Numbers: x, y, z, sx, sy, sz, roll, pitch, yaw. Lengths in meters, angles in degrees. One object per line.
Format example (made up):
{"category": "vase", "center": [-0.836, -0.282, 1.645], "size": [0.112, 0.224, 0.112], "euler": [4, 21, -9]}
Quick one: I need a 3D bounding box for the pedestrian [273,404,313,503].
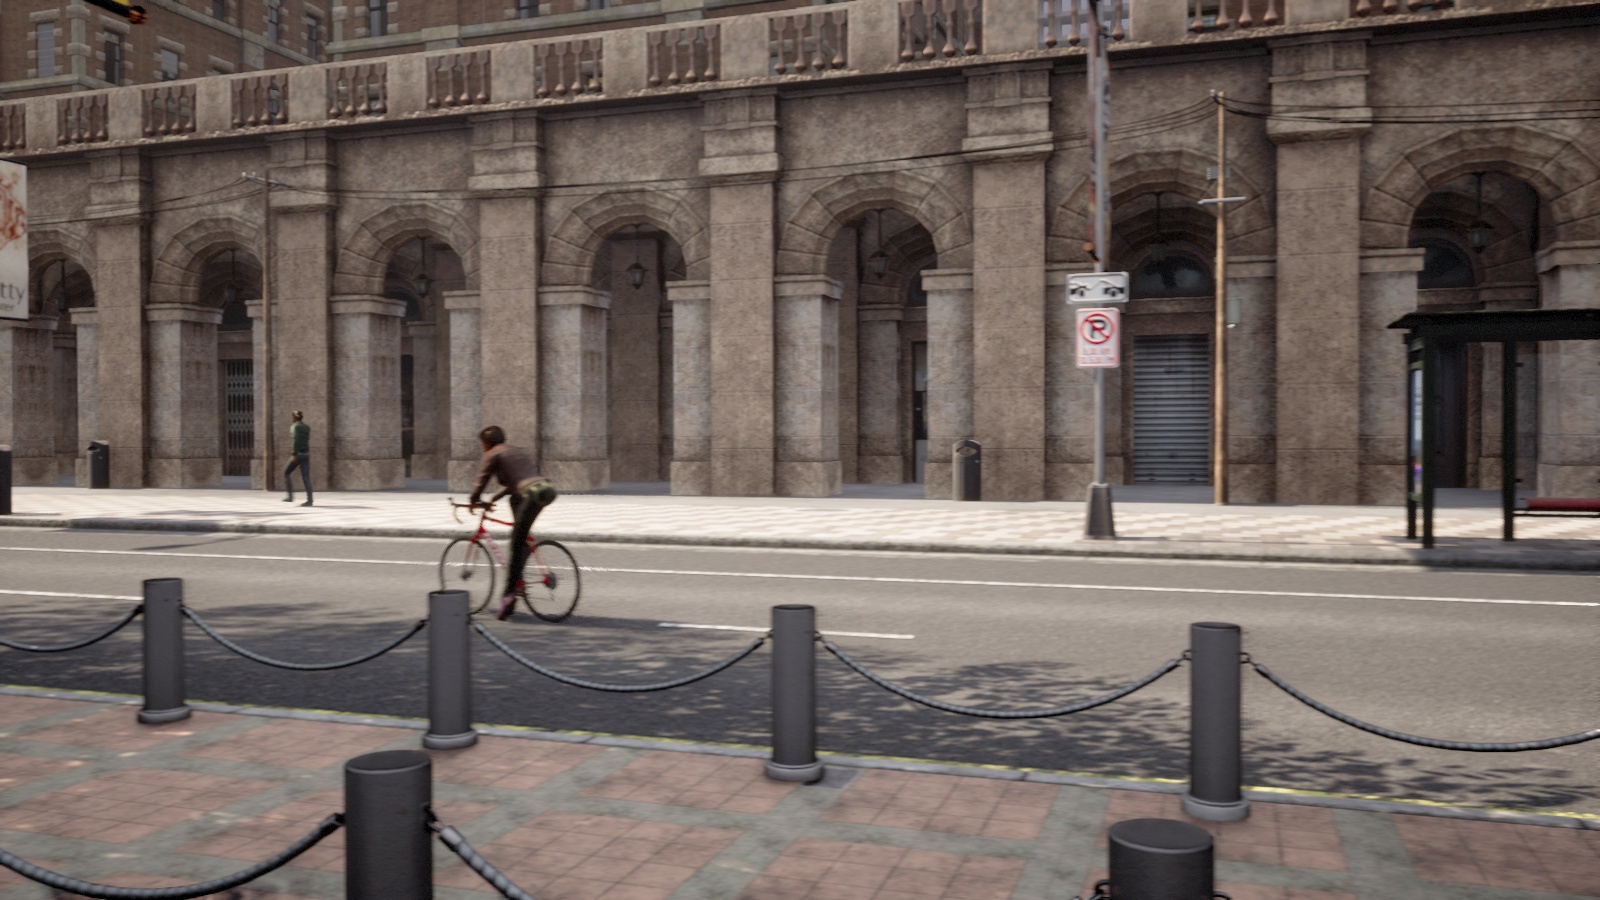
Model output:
{"category": "pedestrian", "center": [-9.554, 0.068, 23.661], "size": [0.614, 1.847, 0.353], "euler": [1, 1, 20]}

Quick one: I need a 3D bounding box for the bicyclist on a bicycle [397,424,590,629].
{"category": "bicyclist on a bicycle", "center": [-2.602, 0.600, 10.602], "size": [1.656, 1.620, 0.582], "euler": [0, 1, 32]}
